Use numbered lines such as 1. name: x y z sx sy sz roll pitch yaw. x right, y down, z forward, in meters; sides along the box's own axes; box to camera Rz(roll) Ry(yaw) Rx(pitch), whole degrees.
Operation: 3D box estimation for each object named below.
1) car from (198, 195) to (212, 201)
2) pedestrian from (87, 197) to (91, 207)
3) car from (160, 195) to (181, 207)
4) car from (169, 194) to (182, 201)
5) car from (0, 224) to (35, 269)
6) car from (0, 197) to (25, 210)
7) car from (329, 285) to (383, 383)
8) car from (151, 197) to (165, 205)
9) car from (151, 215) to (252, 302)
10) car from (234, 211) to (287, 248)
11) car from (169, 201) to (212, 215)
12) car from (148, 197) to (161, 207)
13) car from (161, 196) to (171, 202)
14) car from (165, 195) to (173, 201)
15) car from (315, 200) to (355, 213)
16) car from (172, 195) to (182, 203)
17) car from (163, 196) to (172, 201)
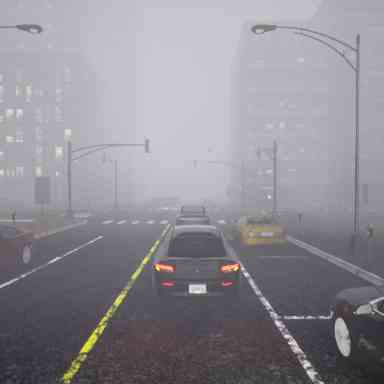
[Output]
1. car: 2.559 1.539 57.994 2.008 1.369 4.403 -1 0 0
2. pedestrian: -12.632 1.200 40.830 0.375 1.300 0.375 0 0 1
3. car: -3.195 1.537 50.390 2.033 1.411 5.357 0 0 0
4. car: -3.195 1.479 60.341 2.128 1.511 4.902 0 0 0
5. car: -5.849 1.542 8.780 1.887 1.381 4.507 -1 0 0
6. car: -21.738 1.275 37.965 4.829 1.417 1.752 0 0 1
7. car: 2.801 1.550 3.096 2.008 1.369 4.403 -1 0 0
8. car: -5.821 1.554 57.976 1.947 1.339 4.313 -1 0 0
9. car: 0.083 1.523 8.102 1.812 1.442 4.674 0 0 0
10. car: 2.778 1.521 14.554 1.752 1.417 4.829 -1 0 0
11. car: 0.053 1.487 18.177 2.128 1.511 4.902 0 0 0
12. car: -5.809 1.514 52.152 1.752 1.417 4.829 -1 0 0
13. car: -5.855 1.531 74.940 1.887 1.381 4.507 -1 0 0
14. car: -5.879 1.530 86.249 1.887 1.381 4.507 -1 0 0
15. car: 16.238 1.623 37.545 4.403 1.369 2.008 0 0 1
16. car: -3.143 1.487 70.538 1.837 1.490 4.892 0 0 0
17. car: -5.866 1.568 80.594 1.802 1.307 4.206 -1 0 0
